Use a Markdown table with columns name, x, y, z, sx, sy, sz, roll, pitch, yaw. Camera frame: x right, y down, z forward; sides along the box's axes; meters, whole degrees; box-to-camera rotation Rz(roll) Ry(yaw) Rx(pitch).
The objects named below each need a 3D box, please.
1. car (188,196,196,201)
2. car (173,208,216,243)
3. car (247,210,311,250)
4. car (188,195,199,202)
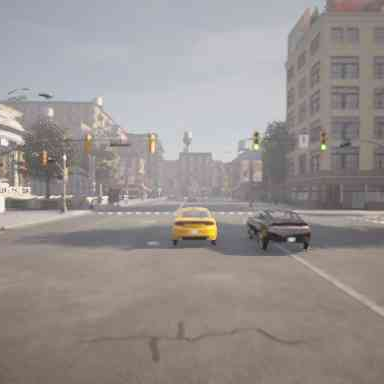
| name | x | y | z | sx | sy | sz | roll | pitch | yaw |
| --- | --- | --- | --- | --- | --- | --- | --- | --- | --- |
| car | 0.010 | 1.642 | 86.573 | 1.895 | 1.301 | 4.718 | 0 | 0 | 1 |
| car | 0.102 | 1.493 | 16.122 | 1.882 | 1.535 | 5.008 | 0 | 0 | 0 |
| car | 3.602 | 1.505 | 14.452 | 2.128 | 1.511 | 4.902 | 0 | 0 | 0 |
| car | 0.008 | 1.623 | 76.521 | 1.994 | 1.385 | 4.181 | 0 | 0 | 0 |
